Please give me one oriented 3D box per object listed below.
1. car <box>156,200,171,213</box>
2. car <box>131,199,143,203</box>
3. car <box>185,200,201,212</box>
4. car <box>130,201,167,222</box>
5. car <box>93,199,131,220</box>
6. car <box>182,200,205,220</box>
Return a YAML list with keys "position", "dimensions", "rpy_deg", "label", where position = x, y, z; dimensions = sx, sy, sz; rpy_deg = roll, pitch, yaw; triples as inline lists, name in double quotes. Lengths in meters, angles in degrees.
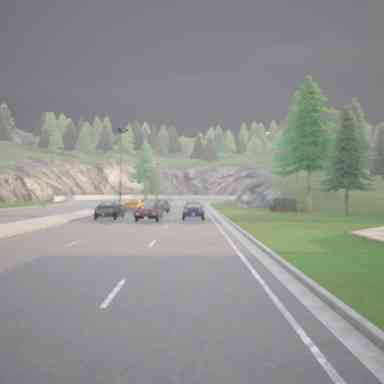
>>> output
- position: [-3.452, 1.616, 38.235]
  dimensions: [2.033, 1.411, 5.357]
  rpy_deg: [0, 0, 0]
  label: "car"
- position: [-6.928, 1.550, 41.238]
  dimensions: [1.882, 1.535, 5.008]
  rpy_deg: [0, 0, 0]
  label: "car"
- position: [0.108, 1.673, 40.334]
  dimensions: [1.895, 1.301, 4.718]
  rpy_deg: [0, 0, 0]
  label: "car"
- position: [-3.423, 1.649, 26.924]
  dimensions: [1.895, 1.301, 4.718]
  rpy_deg: [0, 0, 0]
  label: "car"
- position: [-6.918, 1.542, 28.315]
  dimensions: [2.128, 1.511, 4.902]
  rpy_deg: [0, 0, 0]
  label: "car"
- position: [0.104, 1.577, 28.341]
  dimensions: [1.812, 1.442, 4.674]
  rpy_deg: [0, 0, 0]
  label: "car"
